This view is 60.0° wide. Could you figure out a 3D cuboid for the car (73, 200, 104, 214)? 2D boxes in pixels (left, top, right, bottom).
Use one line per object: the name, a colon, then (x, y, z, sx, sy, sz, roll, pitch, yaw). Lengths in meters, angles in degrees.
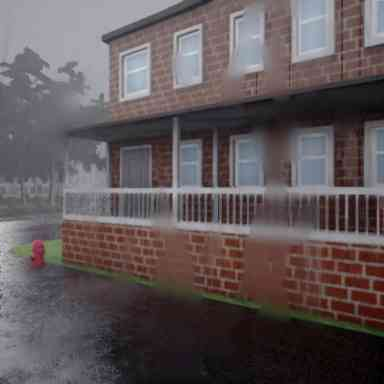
car: (-8.279, 1.428, 28.869, 1.837, 1.490, 4.892, 0, 0, 35)
